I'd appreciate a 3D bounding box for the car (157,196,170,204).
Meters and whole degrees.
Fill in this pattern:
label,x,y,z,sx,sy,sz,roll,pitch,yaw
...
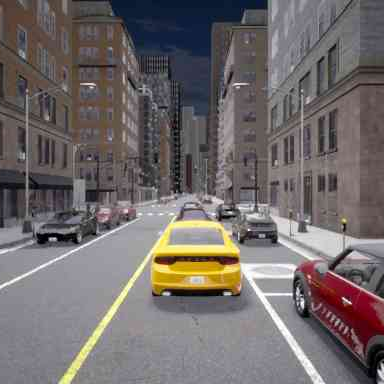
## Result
label,x,y,z,sx,sy,sz,roll,pitch,yaw
car,-5.665,1.627,63.827,1.802,1.307,4.206,0,0,0

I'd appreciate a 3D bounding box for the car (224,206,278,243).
label,x,y,z,sx,sy,sz,roll,pitch,yaw
car,2.848,1.552,15.725,2.008,1.369,4.403,0,0,0

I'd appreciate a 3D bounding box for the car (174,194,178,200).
label,x,y,z,sx,sy,sz,roll,pitch,yaw
car,-5.628,1.639,90.699,1.752,1.417,4.829,0,0,0

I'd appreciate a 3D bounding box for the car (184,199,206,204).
label,x,y,z,sx,sy,sz,roll,pitch,yaw
car,-0.013,1.529,26.454,1.812,1.442,4.674,0,0,1

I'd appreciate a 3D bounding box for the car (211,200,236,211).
label,x,y,z,sx,sy,sz,roll,pitch,yaw
car,2.843,1.570,26.727,1.947,1.339,4.313,0,0,0

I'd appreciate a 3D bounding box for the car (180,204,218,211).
label,x,y,z,sx,sy,sz,roll,pitch,yaw
car,0.098,1.566,17.643,1.994,1.385,4.181,0,0,-1

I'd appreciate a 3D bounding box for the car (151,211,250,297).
label,x,y,z,sx,sy,sz,roll,pitch,yaw
car,0.090,1.478,8.649,1.882,1.535,5.008,0,0,0

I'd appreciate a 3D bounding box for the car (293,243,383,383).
label,x,y,z,sx,sy,sz,roll,pitch,yaw
car,2.853,1.440,4.722,1.967,1.590,4.097,0,0,0

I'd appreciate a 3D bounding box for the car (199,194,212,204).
label,x,y,z,sx,sy,sz,roll,pitch,yaw
car,2.860,1.485,63.818,1.967,1.590,4.097,0,0,0

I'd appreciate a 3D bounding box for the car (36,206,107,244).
label,x,y,z,sx,sy,sz,roll,pitch,yaw
car,-5.677,1.567,15.721,1.947,1.339,4.313,0,0,0

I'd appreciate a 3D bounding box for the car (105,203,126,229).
label,x,y,z,sx,sy,sz,roll,pitch,yaw
car,-5.680,1.584,21.222,1.802,1.307,4.206,0,0,0

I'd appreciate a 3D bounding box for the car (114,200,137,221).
label,x,y,z,sx,sy,sz,roll,pitch,yaw
car,-5.683,1.444,26.724,1.967,1.590,4.097,0,0,0

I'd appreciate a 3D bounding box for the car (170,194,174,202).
label,x,y,z,sx,sy,sz,roll,pitch,yaw
car,-5.650,1.617,74.644,2.008,1.369,4.403,0,0,0
